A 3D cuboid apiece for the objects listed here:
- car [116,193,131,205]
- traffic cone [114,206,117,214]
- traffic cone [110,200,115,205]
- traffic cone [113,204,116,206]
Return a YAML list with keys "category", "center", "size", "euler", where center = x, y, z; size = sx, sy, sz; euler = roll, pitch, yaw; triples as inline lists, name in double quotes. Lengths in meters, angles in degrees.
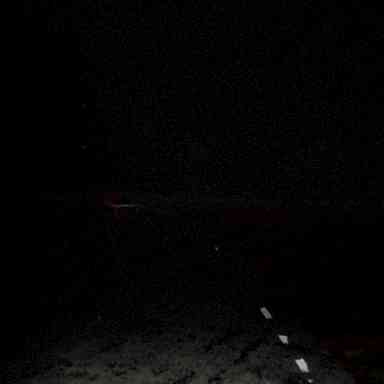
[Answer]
- category: "car"
  center: [-12.128, 1.164, 58.623]
  size: [2.150, 2.045, 5.566]
  euler: [0, 0, -19]
- category: "traffic cone"
  center: [-7.543, 1.904, 33.076]
  size: [0.340, 0.580, 0.340]
  euler: [0, 0, -11]
- category: "traffic cone"
  center: [-12.385, 1.901, 52.166]
  size: [0.340, 0.580, 0.340]
  euler: [0, 0, -17]
- category: "traffic cone"
  center: [-8.558, 1.902, 37.896]
  size: [0.340, 0.580, 0.340]
  euler: [0, 0, -13]
